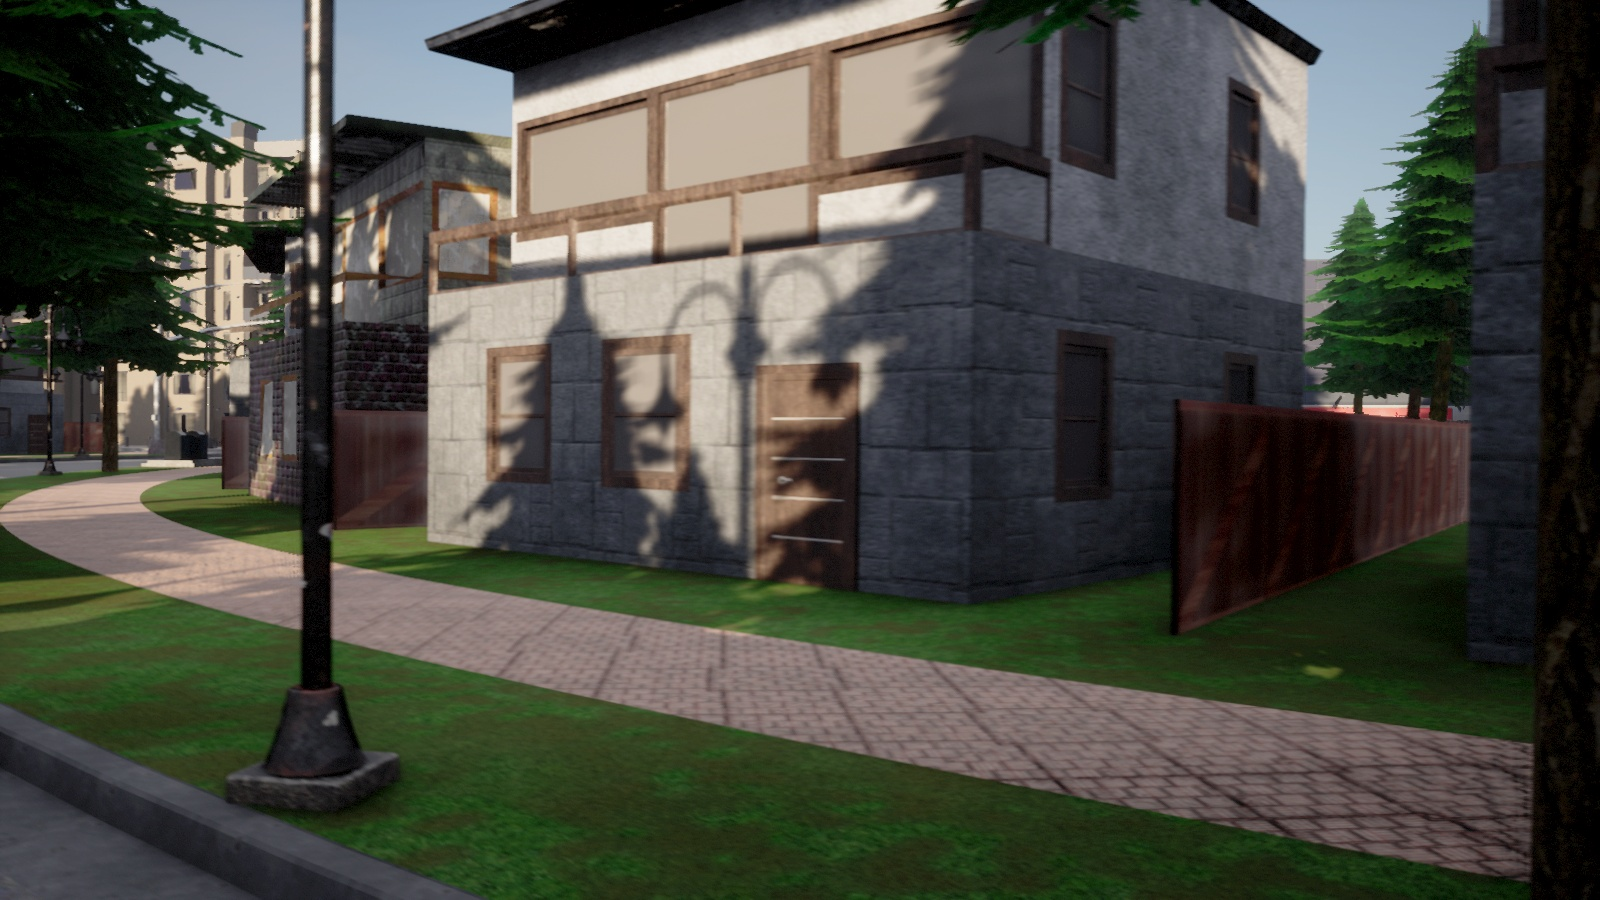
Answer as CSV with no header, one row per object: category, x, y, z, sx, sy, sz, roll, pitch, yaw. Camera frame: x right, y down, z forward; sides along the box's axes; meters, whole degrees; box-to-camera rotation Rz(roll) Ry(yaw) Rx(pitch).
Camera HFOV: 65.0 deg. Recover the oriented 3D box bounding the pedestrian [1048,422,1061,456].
pedestrian,13.815,-0.604,68.201,0.634,1.846,0.331,0,1,10
